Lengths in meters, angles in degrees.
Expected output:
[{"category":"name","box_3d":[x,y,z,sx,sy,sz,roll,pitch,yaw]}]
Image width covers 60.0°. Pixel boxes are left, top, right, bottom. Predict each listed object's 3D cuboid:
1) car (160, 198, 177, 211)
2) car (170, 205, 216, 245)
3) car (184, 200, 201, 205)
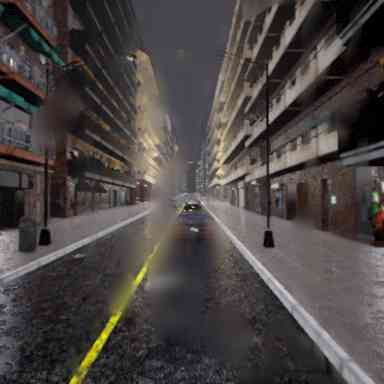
[{"category":"car","box_3d":[-2.837,1.466,41.463,1.882,1.535,5.008,0,0,0]},{"category":"car","box_3d":[0.100,1.549,15.620,2.033,1.411,5.357,0,0,0]},{"category":"car","box_3d":[0.100,1.557,36.959,1.994,1.385,4.181,0,0,0]}]
